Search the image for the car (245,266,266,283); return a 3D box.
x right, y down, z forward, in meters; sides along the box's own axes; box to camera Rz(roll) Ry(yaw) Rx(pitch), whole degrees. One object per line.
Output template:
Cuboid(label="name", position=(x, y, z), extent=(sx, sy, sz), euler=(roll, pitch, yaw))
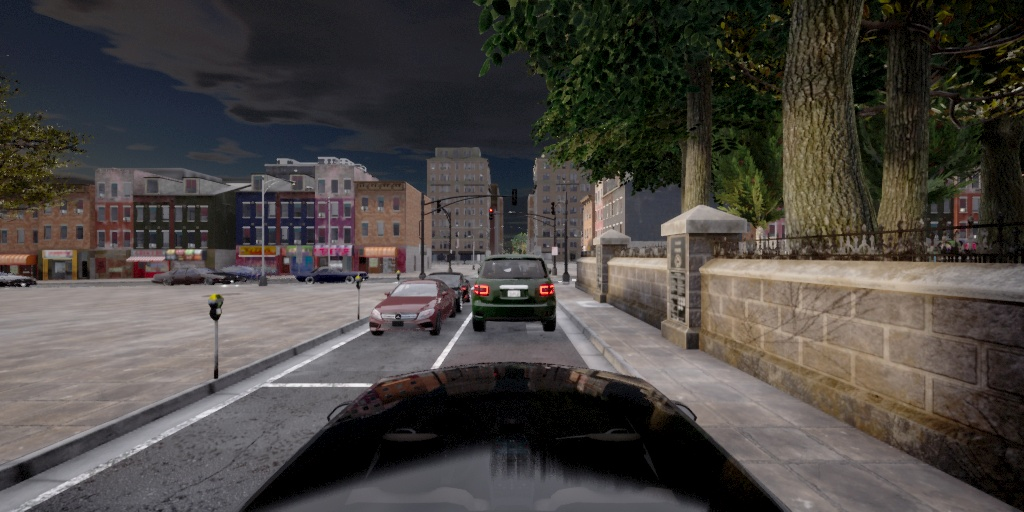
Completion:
Cuboid(label="car", position=(-23.106, 1.524, 29.831), extent=(4.674, 1.442, 1.812), euler=(-1, 0, 0))

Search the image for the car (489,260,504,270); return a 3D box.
Cuboid(label="car", position=(-2.291, 1.302, 53.409), extent=(1.994, 1.385, 4.181), euler=(0, 0, 0))

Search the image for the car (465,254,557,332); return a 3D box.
Cuboid(label="car", position=(0.076, 0.971, 11.058), extent=(2.150, 2.045, 5.566), euler=(0, 0, 1))

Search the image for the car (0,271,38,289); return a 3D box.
Cuboid(label="car", position=(-39.254, 1.810, 26.879), extent=(5.357, 1.411, 2.033), euler=(-1, 0, 0))

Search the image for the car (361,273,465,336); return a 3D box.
Cuboid(label="car", position=(-2.638, 1.331, 10.379), extent=(1.802, 1.307, 4.207), euler=(0, 0, 0))

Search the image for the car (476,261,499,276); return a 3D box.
Cuboid(label="car", position=(-2.509, 1.267, 37.979), extent=(1.812, 1.442, 4.674), euler=(0, 0, 4))

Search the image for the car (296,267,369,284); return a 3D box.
Cuboid(label="car", position=(-13.358, 1.478, 26.942), extent=(4.718, 1.301, 1.895), euler=(-1, 0, 0))

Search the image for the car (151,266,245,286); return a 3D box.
Cuboid(label="car", position=(-23.692, 1.555, 26.909), extent=(5.357, 1.411, 2.033), euler=(-1, 0, 0))
